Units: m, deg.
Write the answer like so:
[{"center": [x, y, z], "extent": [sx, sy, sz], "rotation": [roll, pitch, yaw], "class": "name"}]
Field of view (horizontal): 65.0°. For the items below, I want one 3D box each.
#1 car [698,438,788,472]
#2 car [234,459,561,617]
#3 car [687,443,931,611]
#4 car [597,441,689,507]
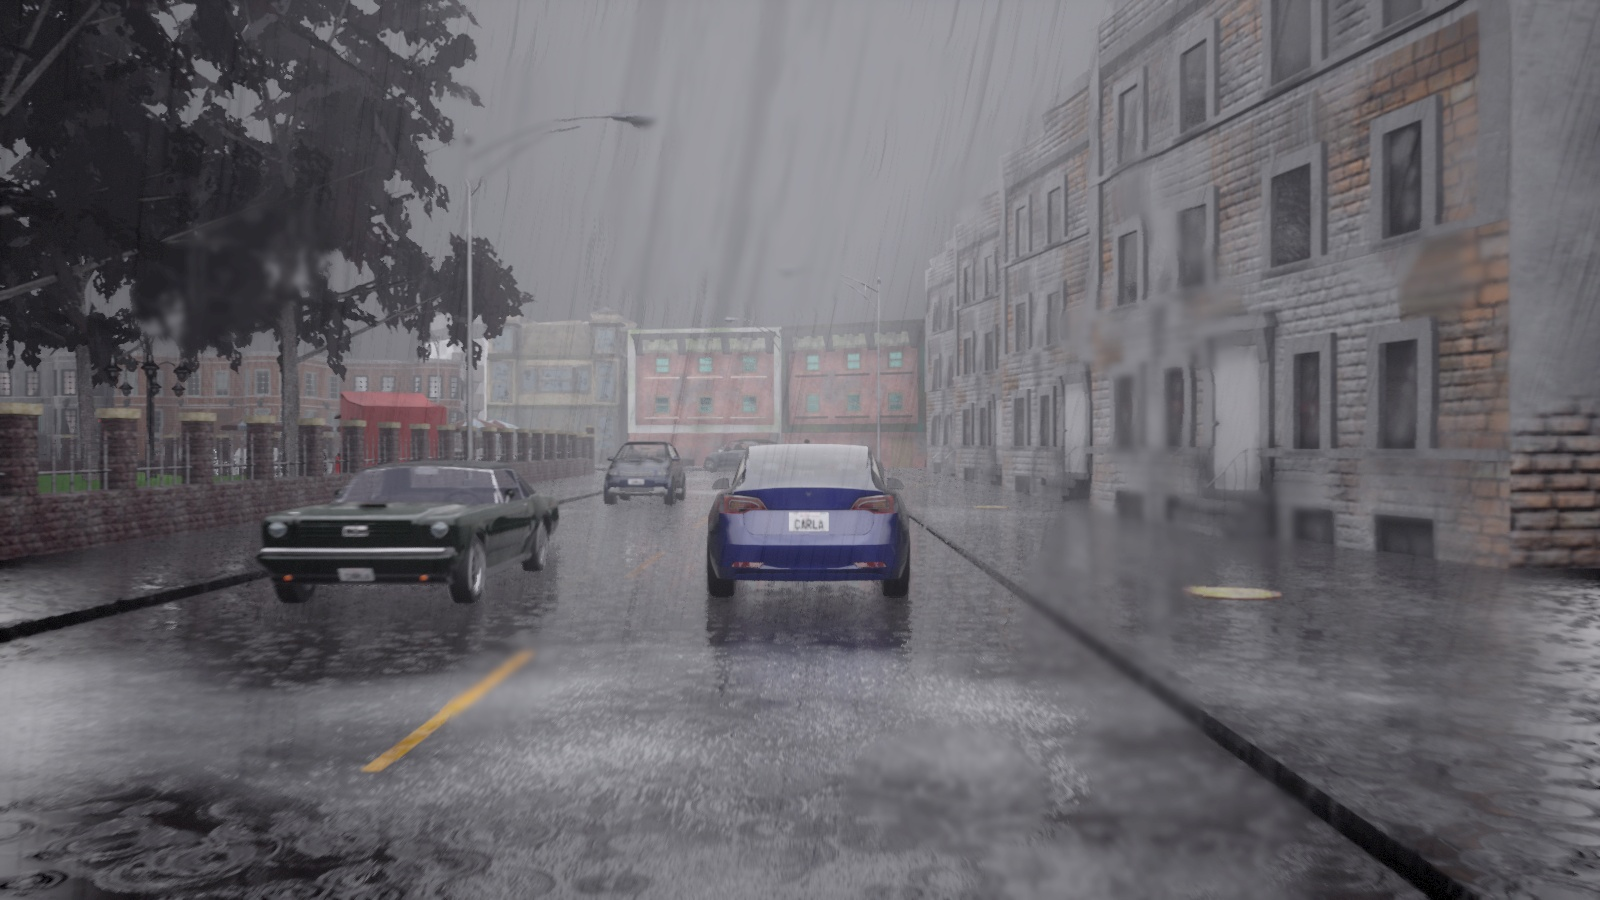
[{"center": [-2.925, 0.236, 63.504], "extent": [2.242, 1.667, 4.611], "rotation": [0, 0, -39], "class": "car"}, {"center": [-3.914, 0.770, 13.162], "extent": [1.895, 1.301, 4.718], "rotation": [0, 0, 0], "class": "car"}, {"center": [0.088, 0.671, 13.553], "extent": [2.163, 1.488, 4.792], "rotation": [0, 0, 0], "class": "car"}, {"center": [-3.835, 0.548, 31.217], "extent": [1.789, 1.549, 3.705], "rotation": [0, 0, 0], "class": "car"}]
